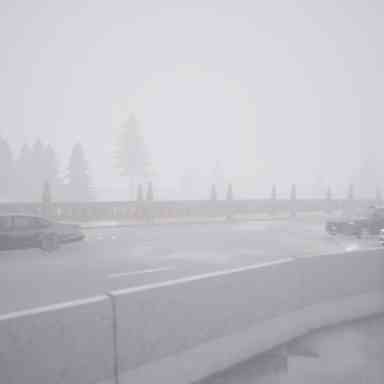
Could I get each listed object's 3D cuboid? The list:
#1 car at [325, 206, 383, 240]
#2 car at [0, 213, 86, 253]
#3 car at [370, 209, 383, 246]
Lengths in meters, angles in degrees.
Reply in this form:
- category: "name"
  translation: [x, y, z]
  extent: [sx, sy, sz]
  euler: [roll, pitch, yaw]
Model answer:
- category: "car"
  translation: [9.034, 1.464, 16.906]
  extent: [5.008, 1.535, 1.882]
  euler: [0, 0, -25]
- category: "car"
  translation: [-6.693, 1.482, 11.964]
  extent: [5.357, 1.411, 2.033]
  euler: [0, 0, -35]
- category: "car"
  translation: [9.608, 1.520, 13.310]
  extent: [4.674, 1.442, 1.812]
  euler: [0, 0, -26]
